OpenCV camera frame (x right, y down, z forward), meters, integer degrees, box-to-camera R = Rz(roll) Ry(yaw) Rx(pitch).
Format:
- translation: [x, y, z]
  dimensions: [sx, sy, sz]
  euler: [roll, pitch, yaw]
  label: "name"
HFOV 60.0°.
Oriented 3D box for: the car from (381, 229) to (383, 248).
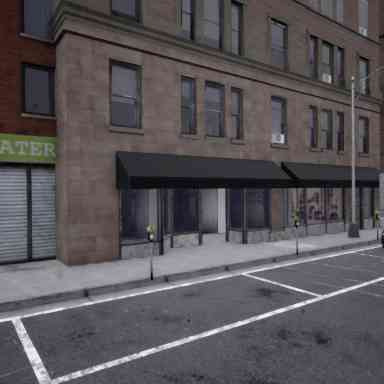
- translation: [9.165, 1.540, 13.075]
  dimensions: [4.507, 1.381, 1.887]
  euler: [0, -1, -35]
  label: "car"
